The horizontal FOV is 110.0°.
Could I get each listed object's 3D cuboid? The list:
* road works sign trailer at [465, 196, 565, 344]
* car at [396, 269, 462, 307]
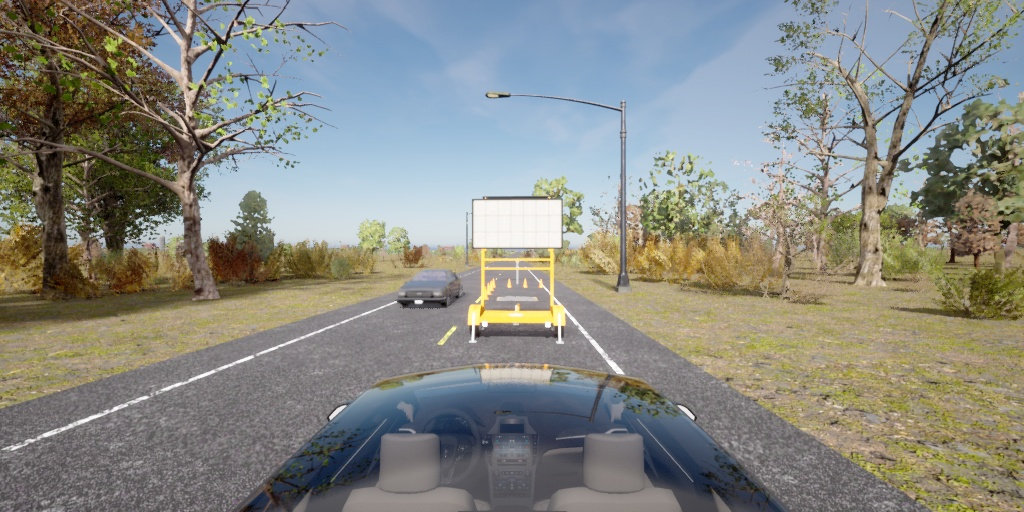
[{"bbox_3d":[0.148,0.211,9.626,2.380,3.560,2.880,0,0,2],"label":"road works sign trailer"},{"bbox_3d":[-3.373,1.292,15.735,2.033,1.411,5.357,0,0,1],"label":"car"}]
